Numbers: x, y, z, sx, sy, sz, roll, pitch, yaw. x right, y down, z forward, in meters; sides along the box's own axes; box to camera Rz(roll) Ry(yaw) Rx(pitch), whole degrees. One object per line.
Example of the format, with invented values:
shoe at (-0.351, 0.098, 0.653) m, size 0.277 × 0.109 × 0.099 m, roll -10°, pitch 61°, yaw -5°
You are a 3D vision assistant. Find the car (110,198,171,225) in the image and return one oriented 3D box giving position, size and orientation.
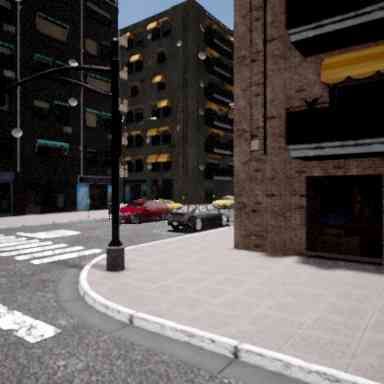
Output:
car at (-3.363, 1.280, 22.391) m, size 1.812 × 1.442 × 4.674 m, roll 0°, pitch 1°, yaw 36°

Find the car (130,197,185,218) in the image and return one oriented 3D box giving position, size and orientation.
car at (-2.727, 1.224, 27.480) m, size 1.752 × 1.417 × 4.829 m, roll 1°, pitch 1°, yaw 36°

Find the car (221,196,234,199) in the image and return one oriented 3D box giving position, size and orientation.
car at (3.936, 1.083, 36.657) m, size 1.752 × 1.417 × 4.829 m, roll 1°, pitch 1°, yaw 36°

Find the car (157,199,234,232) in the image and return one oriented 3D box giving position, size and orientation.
car at (0.435, 1.317, 18.423) m, size 2.008 × 1.369 × 4.403 m, roll 1°, pitch 1°, yaw 36°
